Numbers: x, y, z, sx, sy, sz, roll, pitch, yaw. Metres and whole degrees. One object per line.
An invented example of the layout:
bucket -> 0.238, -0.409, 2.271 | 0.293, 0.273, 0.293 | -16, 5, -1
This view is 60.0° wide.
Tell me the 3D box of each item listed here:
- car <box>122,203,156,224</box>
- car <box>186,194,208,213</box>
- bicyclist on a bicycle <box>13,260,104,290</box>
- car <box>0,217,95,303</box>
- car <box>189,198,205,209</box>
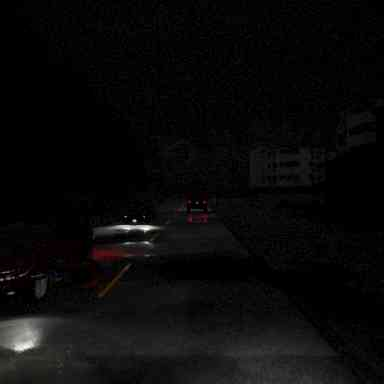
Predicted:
car -> -3.787, 1.548, 24.749 | 2.033, 1.411, 5.357 | 0, 0, 1
car -> 0.542, 1.221, 36.677 | 2.150, 2.045, 5.566 | 0, 0, 0
bicyclist on a bicycle -> -2.390, 1.661, 6.508 | 1.620, 0.582, 1.656 | -11, -28, 16
car -> -4.011, 1.478, 8.467 | 1.882, 1.535, 5.008 | 0, 0, 1
car -> 0.675, 1.547, 47.252 | 2.033, 1.411, 5.357 | 0, 0, 0
